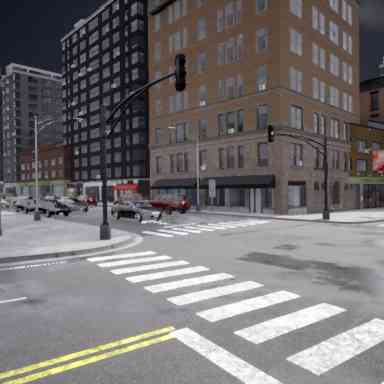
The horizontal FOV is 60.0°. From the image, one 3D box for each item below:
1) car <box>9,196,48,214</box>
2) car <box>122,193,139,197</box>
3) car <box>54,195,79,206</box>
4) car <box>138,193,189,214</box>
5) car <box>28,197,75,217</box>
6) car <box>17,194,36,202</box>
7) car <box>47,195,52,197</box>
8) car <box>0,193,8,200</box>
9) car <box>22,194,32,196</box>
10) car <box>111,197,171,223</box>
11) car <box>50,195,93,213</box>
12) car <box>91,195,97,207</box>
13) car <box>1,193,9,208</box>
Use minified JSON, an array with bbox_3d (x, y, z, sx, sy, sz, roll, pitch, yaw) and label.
[{"bbox_3d":[-16.231,1.374,33.148,1.947,1.339,4.313,0,1,-44],"label":"car"},{"bbox_3d":[-6.284,1.043,35.145,2.192,1.841,5.009,0,1,-44],"label":"car"},{"bbox_3d":[-17.803,1.180,46.994,1.802,1.307,4.206,0,1,-44],"label":"car"},{"bbox_3d":[-2.445,1.085,31.196,2.192,1.841,5.009,0,1,-44],"label":"car"},{"bbox_3d":[-12.392,1.417,29.200,1.947,1.339,4.313,0,1,-44],"label":"car"},{"bbox_3d":[-29.321,1.043,58.840,1.802,1.307,4.206,0,1,-44],"label":"car"},{"bbox_3d":[-21.642,1.135,50.943,1.802,1.307,4.206,0,1,-44],"label":"car"},{"bbox_3d":[-40.839,0.885,70.686,1.947,1.339,4.313,0,1,-44],"label":"car"},{"bbox_3d":[-21.068,1.218,42.096,1.812,1.442,4.674,-1,2,-44],"label":"car"},{"bbox_3d":[-4.174,1.371,24.690,2.128,1.511,4.902,-1,1,-44],"label":"car"},{"bbox_3d":[-11.921,1.321,32.661,1.812,1.442,4.674,-1,1,-44],"label":"car"},{"bbox_3d":[-13.963,1.082,43.044,1.967,1.590,4.097,0,1,-44],"label":"car"},{"bbox_3d":[-23.789,1.247,40.921,1.752,1.417,4.829,0,1,-44],"label":"car"}]
